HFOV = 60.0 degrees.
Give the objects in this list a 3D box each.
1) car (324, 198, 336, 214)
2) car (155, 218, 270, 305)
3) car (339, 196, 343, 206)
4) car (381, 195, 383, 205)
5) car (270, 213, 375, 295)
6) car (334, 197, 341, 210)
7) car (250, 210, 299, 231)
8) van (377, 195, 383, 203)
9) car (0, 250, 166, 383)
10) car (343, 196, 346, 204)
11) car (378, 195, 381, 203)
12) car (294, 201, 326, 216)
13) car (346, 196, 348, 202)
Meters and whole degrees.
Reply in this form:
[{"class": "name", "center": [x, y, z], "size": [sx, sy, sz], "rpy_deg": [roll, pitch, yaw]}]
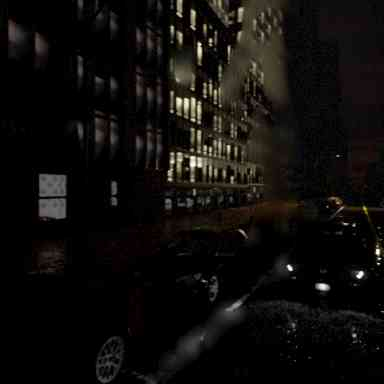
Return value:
[{"class": "car", "center": [13.016, 1.627, 33.513], "size": [2.008, 1.369, 4.403], "rpy_deg": [0, 0, 27]}, {"class": "car", "center": [0.295, 1.550, 8.101], "size": [2.008, 1.369, 4.403], "rpy_deg": [0, 0, 27]}, {"class": "car", "center": [20.647, 1.562, 48.761], "size": [1.967, 1.590, 4.097], "rpy_deg": [0, 0, 27]}, {"class": "car", "center": [33.229, 1.515, 55.176], "size": [2.192, 1.841, 5.009], "rpy_deg": [0, 0, 27]}, {"class": "car", "center": [3.873, 1.569, 9.228], "size": [2.033, 1.411, 5.357], "rpy_deg": [0, 0, 26]}, {"class": "car", "center": [18.103, 1.688, 43.678], "size": [1.802, 1.307, 4.206], "rpy_deg": [0, 0, 27]}, {"class": "car", "center": [2.840, 1.597, 13.183], "size": [1.802, 1.307, 4.206], "rpy_deg": [0, 0, 27]}, {"class": "van", "center": [45.949, 1.613, 80.587], "size": [1.690, 1.788, 3.998], "rpy_deg": [0, 0, 27]}, {"class": "car", "center": [-2.248, 1.528, 3.018], "size": [1.887, 1.381, 4.507], "rpy_deg": [0, 0, 27]}, {"class": "car", "center": [25.660, 1.677, 58.774], "size": [1.752, 1.417, 4.829], "rpy_deg": [0, 0, 27]}, {"class": "car", "center": [38.318, 1.669, 65.340], "size": [1.967, 1.590, 4.097], "rpy_deg": [0, 0, 27]}, {"class": "car", "center": [7.927, 1.596, 23.348], "size": [2.008, 1.369, 4.403], "rpy_deg": [0, 0, 27]}, {"class": "car", "center": [30.824, 1.747, 69.091], "size": [1.947, 1.339, 4.313], "rpy_deg": [0, 0, 27]}]
